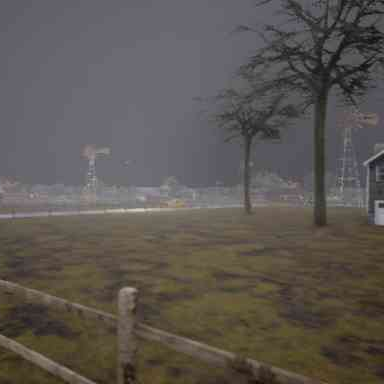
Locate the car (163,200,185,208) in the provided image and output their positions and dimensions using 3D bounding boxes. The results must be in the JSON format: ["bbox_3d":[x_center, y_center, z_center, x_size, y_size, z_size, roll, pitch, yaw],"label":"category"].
[{"bbox_3d":[-3.407,2.181,62.309,1.882,1.535,5.008,1,0,36],"label":"car"}]
